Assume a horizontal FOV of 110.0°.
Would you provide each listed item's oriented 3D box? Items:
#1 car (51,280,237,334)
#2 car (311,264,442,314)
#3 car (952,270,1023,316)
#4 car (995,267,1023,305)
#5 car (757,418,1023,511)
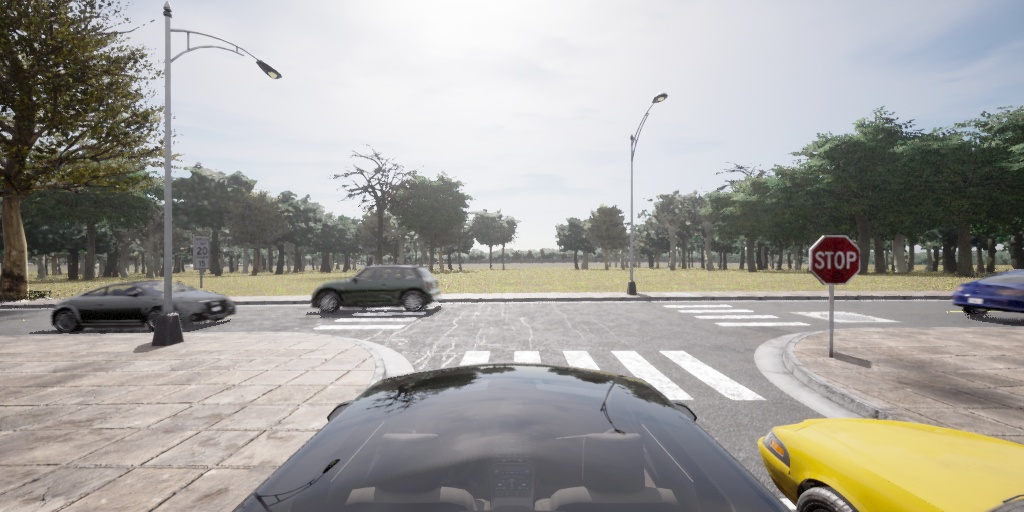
[{"bbox_3d":[-10.835,1.429,10.751,4.181,1.385,1.994,-1,0,1],"label":"car"},{"bbox_3d":[-5.055,1.133,13.627,4.553,1.767,2.097,-1,0,1],"label":"car"},{"bbox_3d":[15.800,1.132,10.420,4.674,1.442,1.812,0,0,1],"label":"car"},{"bbox_3d":[21.373,1.148,13.300,4.181,1.385,1.994,0,0,1],"label":"car"},{"bbox_3d":[2.628,1.275,0.614,1.751,1.417,4.829,0,0,0],"label":"car"}]
